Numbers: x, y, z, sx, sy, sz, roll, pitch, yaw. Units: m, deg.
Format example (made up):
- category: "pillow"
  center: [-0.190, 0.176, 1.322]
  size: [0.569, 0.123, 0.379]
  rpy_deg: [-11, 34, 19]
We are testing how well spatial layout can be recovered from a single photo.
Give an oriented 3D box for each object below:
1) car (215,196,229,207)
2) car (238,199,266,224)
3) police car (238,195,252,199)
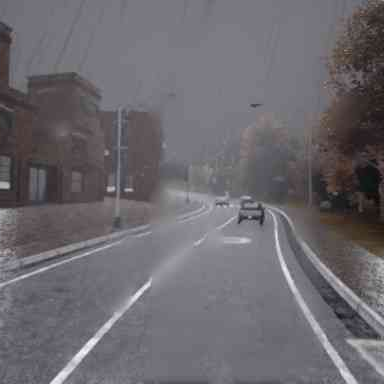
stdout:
- category: "car"
  center: [4.406, 1.332, 49.095]
  size: [1.882, 1.535, 5.008]
  rpy_deg: [1, 1, 2]
- category: "car"
  center: [4.620, 1.540, 25.641]
  size: [2.128, 1.511, 4.902]
  rpy_deg: [0, 0, 14]
- category: "police car"
  center: [8.208, 1.283, 51.032]
  size: [1.930, 1.638, 5.238]
  rpy_deg: [1, 1, 2]
